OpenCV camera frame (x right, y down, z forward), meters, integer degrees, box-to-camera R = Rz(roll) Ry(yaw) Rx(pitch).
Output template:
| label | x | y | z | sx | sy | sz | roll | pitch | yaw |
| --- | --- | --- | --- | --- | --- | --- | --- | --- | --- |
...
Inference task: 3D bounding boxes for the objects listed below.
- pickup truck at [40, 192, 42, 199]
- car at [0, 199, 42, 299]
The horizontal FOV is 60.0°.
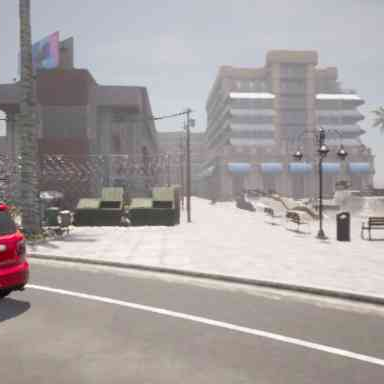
| label | x | y | z | sx | sy | sz | roll | pitch | yaw |
| --- | --- | --- | --- | --- | --- | --- | --- | --- | --- |
| pickup truck | -12.820 | 1.001 | 29.770 | 2.390 | 2.098 | 6.274 | 0 | 0 | -4 |
| car | -5.856 | 1.217 | 6.693 | 5.566 | 2.045 | 2.150 | 0 | 0 | 24 |
